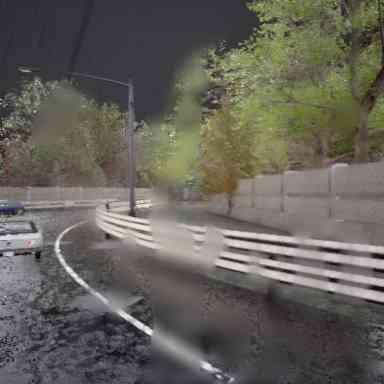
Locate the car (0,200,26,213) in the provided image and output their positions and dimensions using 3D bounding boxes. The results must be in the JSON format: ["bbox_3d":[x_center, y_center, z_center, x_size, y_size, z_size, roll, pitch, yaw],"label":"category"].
[{"bbox_3d":[-19.812,1.640,34.435,2.097,1.767,4.553,-1,0,44],"label":"car"}]

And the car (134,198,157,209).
[{"bbox_3d":[-6.719,1.637,47.962,2.128,1.511,4.902,-1,0,20],"label":"car"}]

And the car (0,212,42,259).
[{"bbox_3d":[-6.686,1.684,12.513,1.895,1.301,4.718,-1,0,-25],"label":"car"}]
